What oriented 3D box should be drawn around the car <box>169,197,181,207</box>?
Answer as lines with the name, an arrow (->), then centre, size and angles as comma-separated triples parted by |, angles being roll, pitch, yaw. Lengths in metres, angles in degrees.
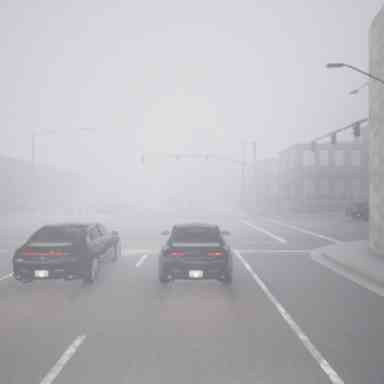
car -> -3.449, 1.962, 66.310 | 2.150, 2.045, 5.566 | 0, -1, 0

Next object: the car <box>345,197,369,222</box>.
car -> 14.841, 1.052, 25.623 | 5.566, 2.045, 2.150 | -5, -1, 0

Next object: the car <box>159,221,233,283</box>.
car -> 0.106, 1.618, 9.954 | 1.837, 1.490, 4.892 | 0, 0, 0

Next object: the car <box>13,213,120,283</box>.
car -> -3.443, 1.619, 9.985 | 1.837, 1.490, 4.892 | 0, 0, -1

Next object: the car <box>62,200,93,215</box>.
car -> -14.080, 1.804, 40.478 | 2.097, 1.767, 4.553 | 0, -1, 0

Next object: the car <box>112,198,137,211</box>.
car -> -10.554, 2.129, 52.129 | 2.033, 1.411, 5.357 | 0, -1, 0

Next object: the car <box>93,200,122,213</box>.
car -> -10.603, 2.013, 41.648 | 2.033, 1.411, 5.357 | 0, -1, -2

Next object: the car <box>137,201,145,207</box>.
car -> -10.471, 2.322, 64.681 | 1.895, 1.301, 4.718 | 0, -1, 1

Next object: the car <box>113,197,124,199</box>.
car -> -13.978, 1.924, 62.789 | 2.150, 2.045, 5.566 | 0, -1, 1

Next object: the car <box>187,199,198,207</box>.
car -> 0.051, 2.092, 66.250 | 2.097, 1.767, 4.553 | 0, -1, 0
